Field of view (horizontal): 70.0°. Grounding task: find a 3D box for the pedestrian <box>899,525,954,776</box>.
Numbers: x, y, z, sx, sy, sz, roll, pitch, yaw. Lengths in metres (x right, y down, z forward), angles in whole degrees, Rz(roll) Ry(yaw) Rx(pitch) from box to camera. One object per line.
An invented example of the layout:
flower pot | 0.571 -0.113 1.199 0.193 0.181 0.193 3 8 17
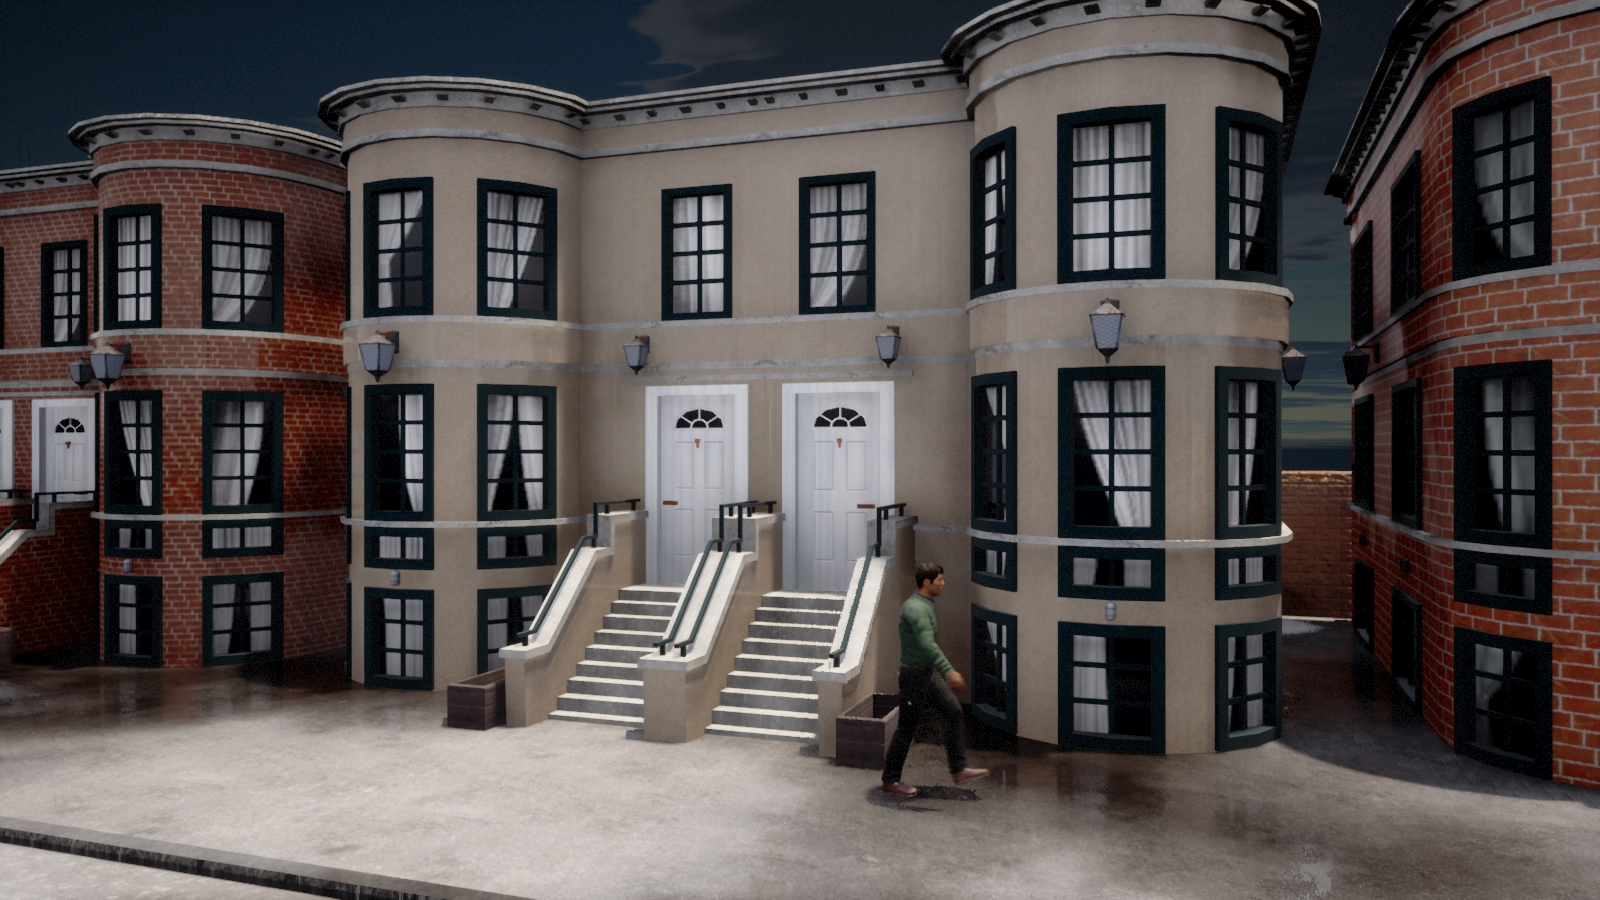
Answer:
pedestrian | 0.980 1.526 8.831 0.375 1.860 0.375 0 0 14
